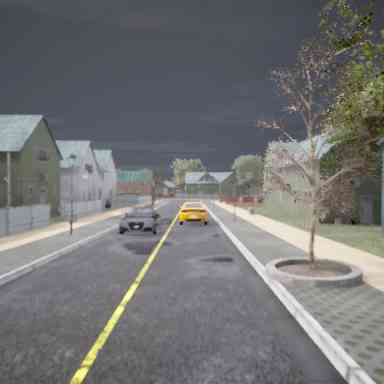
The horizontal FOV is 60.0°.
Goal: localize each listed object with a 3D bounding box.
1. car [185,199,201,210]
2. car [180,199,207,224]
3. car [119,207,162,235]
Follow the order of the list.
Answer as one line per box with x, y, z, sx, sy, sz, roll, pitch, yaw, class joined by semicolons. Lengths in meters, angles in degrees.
0.111;1.590;42.762;1.895;1.301;4.718;0;0;0;car
0.107;1.471;24.595;1.882;1.535;5.008;0;0;0;car
-2.785;1.560;18.717;1.994;1.385;4.181;0;0;1;car
